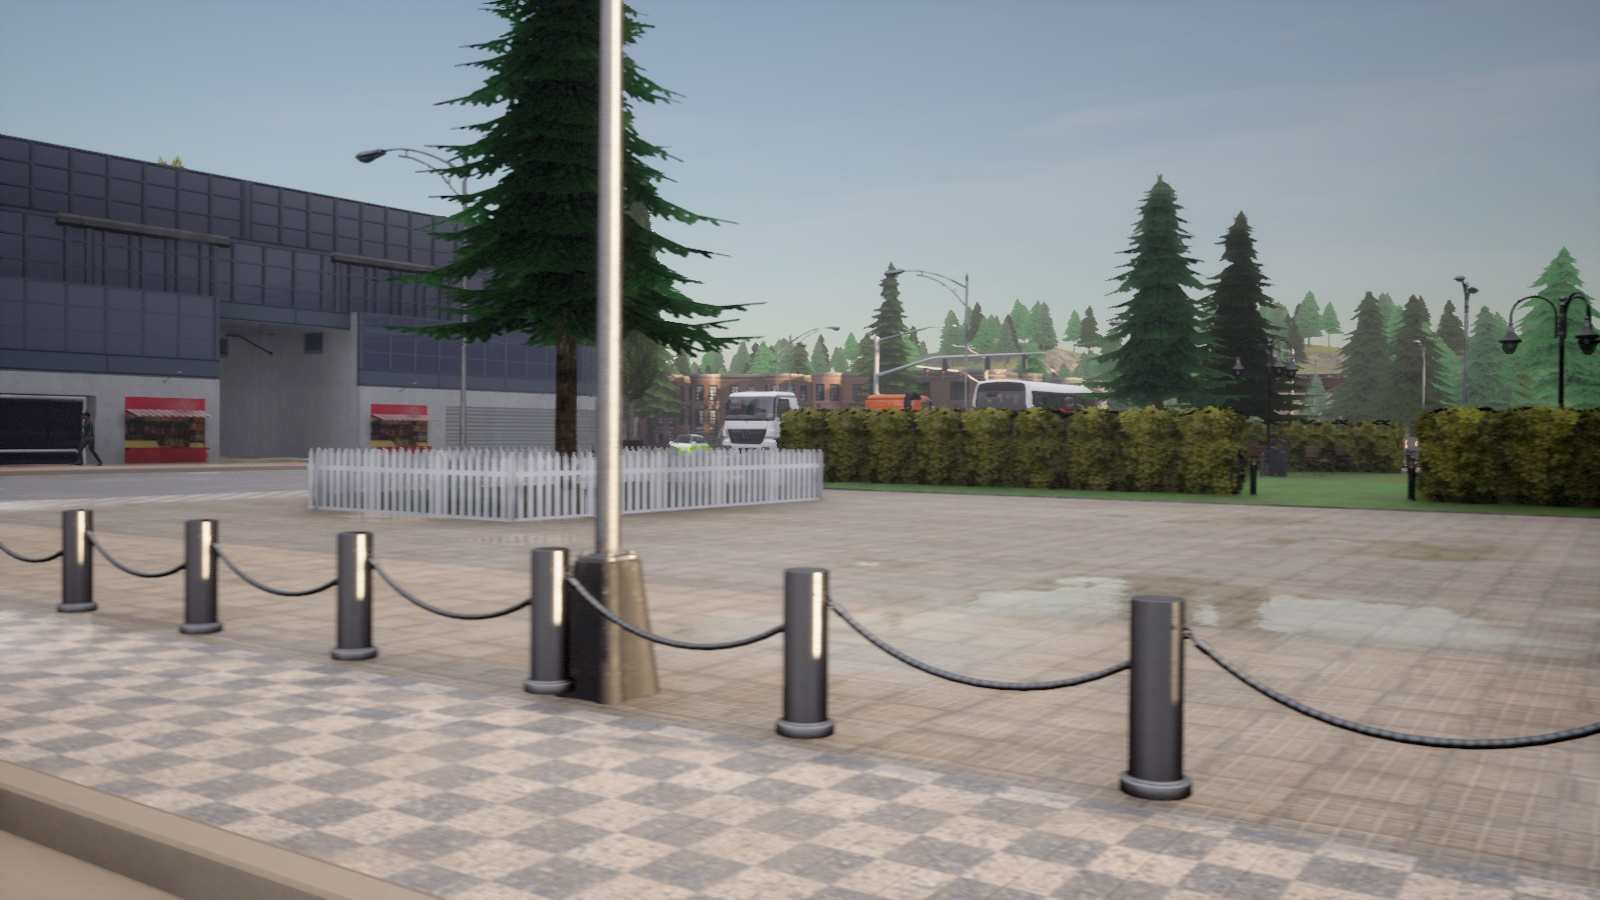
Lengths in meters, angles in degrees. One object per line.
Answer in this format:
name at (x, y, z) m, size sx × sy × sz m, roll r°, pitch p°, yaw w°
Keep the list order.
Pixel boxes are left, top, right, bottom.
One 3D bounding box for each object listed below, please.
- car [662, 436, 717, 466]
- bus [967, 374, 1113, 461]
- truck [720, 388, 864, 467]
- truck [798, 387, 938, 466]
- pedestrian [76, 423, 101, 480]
car at (-5.137, 0.032, 58.674) m, size 1.481 × 1.376 × 2.207 m, roll 0°, pitch 1°, yaw 34°
bus at (12.978, -1.676, 66.879) m, size 3.944 × 4.253 × 10.273 m, roll 0°, pitch 1°, yaw 34°
truck at (-0.234, -1.063, 59.710) m, size 2.891 × 3.462 × 7.936 m, roll 0°, pitch 1°, yaw 34°
truck at (3.323, -1.082, 58.738) m, size 2.891 × 3.462 × 7.936 m, roll 0°, pitch 1°, yaw 34°
pedestrian at (-23.321, 0.039, 41.167) m, size 0.353 × 1.847 × 0.614 m, roll 0°, pitch 1°, yaw 32°
